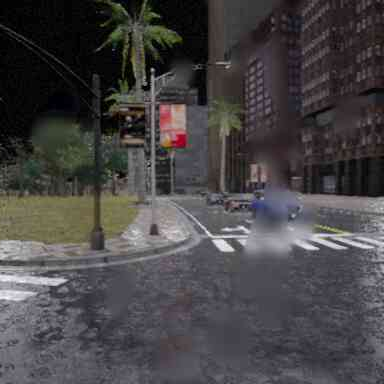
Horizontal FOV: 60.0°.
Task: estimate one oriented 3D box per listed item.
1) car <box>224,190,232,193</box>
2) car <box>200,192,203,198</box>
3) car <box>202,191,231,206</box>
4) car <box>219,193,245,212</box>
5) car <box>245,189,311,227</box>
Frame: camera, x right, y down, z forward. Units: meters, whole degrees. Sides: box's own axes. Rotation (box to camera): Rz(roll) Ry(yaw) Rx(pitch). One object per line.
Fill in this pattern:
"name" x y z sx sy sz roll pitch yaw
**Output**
"car" 6.116 0.468 61.063 1.837 1.490 4.892 0 1 -11
"car" 2.813 0.471 61.026 2.128 1.511 4.902 0 1 -12
"car" 2.892 0.896 40.238 1.994 1.385 4.181 0 1 -8
"car" 4.121 1.054 30.271 1.994 1.385 4.181 0 1 -7
"car" 5.150 0.866 20.296 2.150 2.045 5.566 0 1 -5
